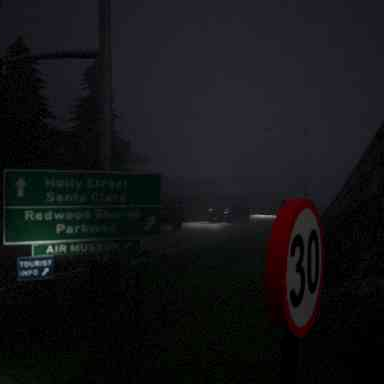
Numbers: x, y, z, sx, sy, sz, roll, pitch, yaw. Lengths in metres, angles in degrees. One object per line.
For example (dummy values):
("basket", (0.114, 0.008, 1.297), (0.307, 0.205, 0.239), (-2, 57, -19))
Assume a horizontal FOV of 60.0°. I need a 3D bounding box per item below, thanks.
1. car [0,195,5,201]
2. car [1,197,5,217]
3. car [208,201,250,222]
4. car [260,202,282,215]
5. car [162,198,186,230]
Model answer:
("car", (-38.488, 1.606, 70.010), (4.514, 1.523, 2.007), (0, 0, 35))
("car", (-12.321, 1.545, 26.046), (1.905, 1.878, 3.866), (0, 0, 35))
("car", (3.256, 1.566, 28.868), (2.097, 1.767, 4.553), (0, 0, 36))
("car", (9.134, 1.778, 36.919), (1.994, 1.385, 4.181), (0, 0, 36))
("car", (-2.638, 1.437, 20.778), (2.150, 2.045, 5.566), (0, 0, 36))
